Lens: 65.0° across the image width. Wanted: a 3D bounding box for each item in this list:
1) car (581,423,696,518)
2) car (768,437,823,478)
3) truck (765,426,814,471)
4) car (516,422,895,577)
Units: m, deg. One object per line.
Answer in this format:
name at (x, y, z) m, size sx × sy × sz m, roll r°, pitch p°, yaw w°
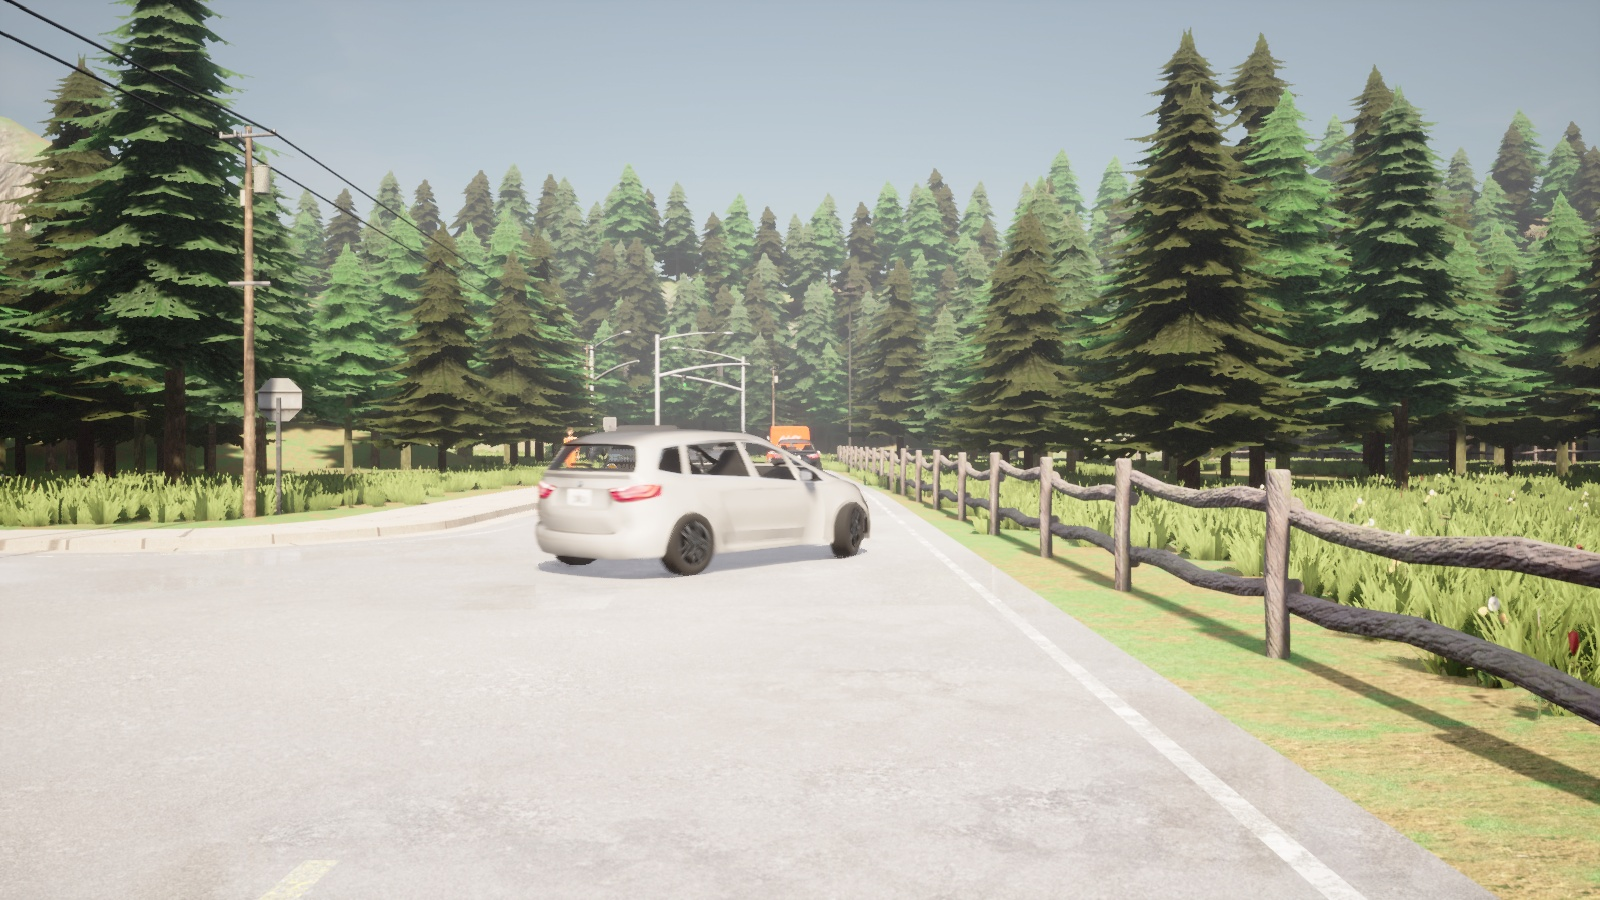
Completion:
car at (-3.336, 0.389, 26.623) m, size 1.905 × 1.878 × 3.866 m, roll 0°, pitch 0°, yaw 0°
car at (-0.211, 0.298, 53.348) m, size 2.242 × 1.667 × 4.611 m, roll 0°, pitch 0°, yaw -1°
truck at (-0.649, -0.124, 71.553) m, size 2.627 × 2.467 × 5.204 m, roll 0°, pitch 1°, yaw -2°
car at (-1.046, 0.507, 15.971) m, size 2.242 × 1.667 × 4.611 m, roll 1°, pitch 1°, yaw 39°
